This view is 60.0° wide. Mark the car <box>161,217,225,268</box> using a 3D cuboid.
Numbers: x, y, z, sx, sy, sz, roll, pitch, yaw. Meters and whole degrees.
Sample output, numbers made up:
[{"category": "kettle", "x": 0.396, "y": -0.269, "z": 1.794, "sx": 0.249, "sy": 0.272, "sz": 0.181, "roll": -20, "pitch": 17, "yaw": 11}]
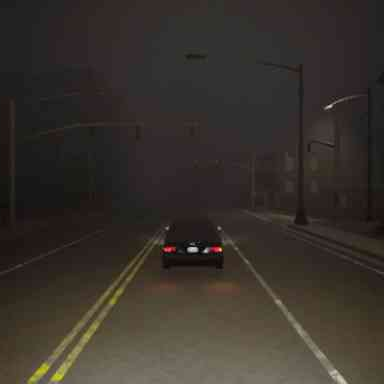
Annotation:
[{"category": "car", "x": 0.042, "y": 1.550, "z": 11.193, "sx": 2.033, "sy": 1.411, "sz": 5.357, "roll": 0, "pitch": 0, "yaw": 0}]
